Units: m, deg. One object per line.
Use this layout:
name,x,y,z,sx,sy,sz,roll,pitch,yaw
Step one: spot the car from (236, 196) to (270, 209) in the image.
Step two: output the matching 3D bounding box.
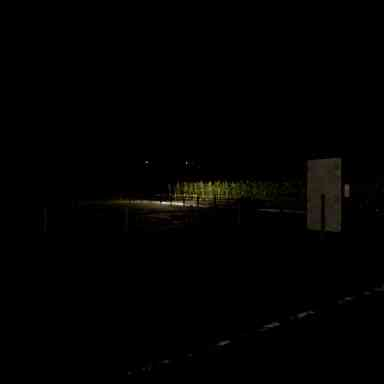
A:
car,7.588,1.291,41.381,2.128,1.511,4.902,0,0,-33

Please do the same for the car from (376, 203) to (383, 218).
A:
car,17.008,1.420,26.052,2.128,1.511,4.902,1,0,-25

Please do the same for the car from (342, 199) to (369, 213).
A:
car,15.860,1.427,35.427,2.033,1.411,5.357,0,0,-33

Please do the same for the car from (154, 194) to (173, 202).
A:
car,-5.355,1.126,61.842,1.837,1.490,4.892,0,0,-32
